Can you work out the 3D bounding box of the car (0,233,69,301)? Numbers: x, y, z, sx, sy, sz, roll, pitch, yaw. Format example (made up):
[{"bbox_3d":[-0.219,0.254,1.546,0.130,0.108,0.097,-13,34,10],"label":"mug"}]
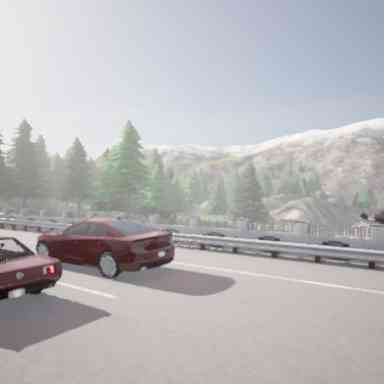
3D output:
[{"bbox_3d":[-5.134,1.661,7.612,4.718,1.301,1.895,-1,0,35],"label":"car"}]

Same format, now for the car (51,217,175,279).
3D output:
[{"bbox_3d":[-2.829,1.524,10.269,5.008,1.535,1.882,-1,0,35],"label":"car"}]
